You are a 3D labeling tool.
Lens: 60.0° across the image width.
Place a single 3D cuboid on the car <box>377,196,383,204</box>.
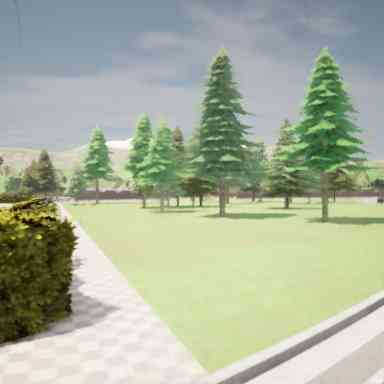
[{"bbox_3d":[36.783,1.474,63.604,2.128,1.511,4.902,0,0,18],"label":"car"}]
